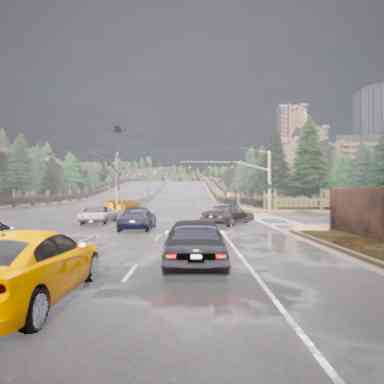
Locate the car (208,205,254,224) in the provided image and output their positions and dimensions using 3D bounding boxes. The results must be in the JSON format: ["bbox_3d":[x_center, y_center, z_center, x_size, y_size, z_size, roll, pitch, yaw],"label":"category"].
[{"bbox_3d":[2.565,1.652,23.452,2.033,1.411,5.357,0,0,32],"label":"car"}]

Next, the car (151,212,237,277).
[{"bbox_3d":[0.093,1.594,10.400,2.033,1.411,5.357,0,0,0],"label":"car"}]

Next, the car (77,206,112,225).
[{"bbox_3d":[-6.910,1.712,24.918,1.895,1.301,4.718,0,0,0],"label":"car"}]

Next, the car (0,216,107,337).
[{"bbox_3d":[-3.402,1.509,6.820,1.882,1.535,5.008,0,0,0],"label":"car"}]

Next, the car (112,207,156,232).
[{"bbox_3d":[-3.407,1.658,20.947,1.994,1.385,4.181,0,0,0],"label":"car"}]
